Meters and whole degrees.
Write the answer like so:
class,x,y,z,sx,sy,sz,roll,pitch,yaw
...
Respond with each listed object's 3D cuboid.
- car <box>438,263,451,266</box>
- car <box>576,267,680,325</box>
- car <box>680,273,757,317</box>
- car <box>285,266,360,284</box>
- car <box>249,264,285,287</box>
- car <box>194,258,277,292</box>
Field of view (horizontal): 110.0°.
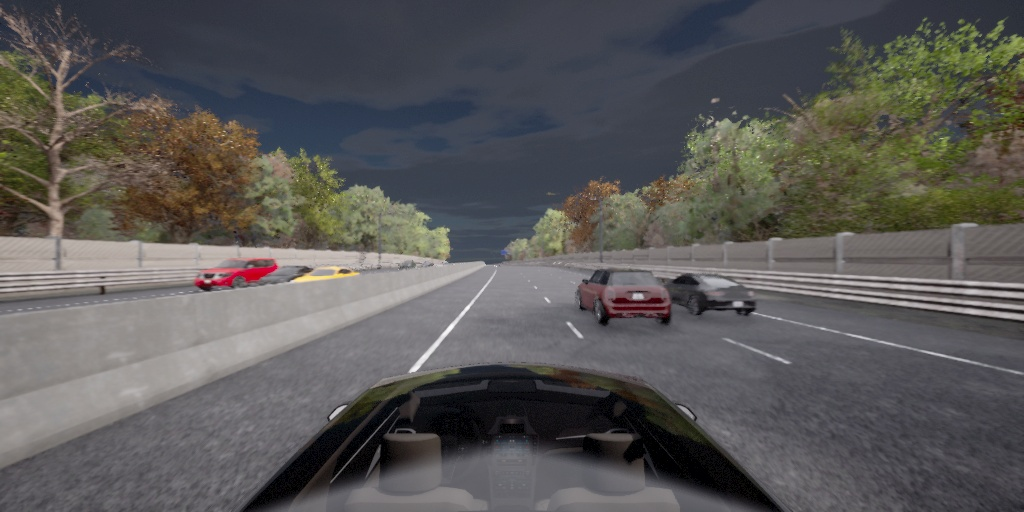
class,x,y,z,sx,sy,sz,roll,pitch,yaw
car,-11.480,1.810,61.763,1.895,1.301,4.718,0,0,-1
car,3.569,1.173,12.295,2.097,1.767,4.553,0,0,0
car,7.063,1.352,13.520,1.812,1.442,4.674,0,0,0
car,-10.692,1.378,21.059,1.882,1.535,5.008,0,0,-1
car,-14.211,1.424,23.242,1.837,1.490,4.892,0,0,-1
car,-17.715,1.147,23.599,2.150,2.045,5.566,0,0,-1
